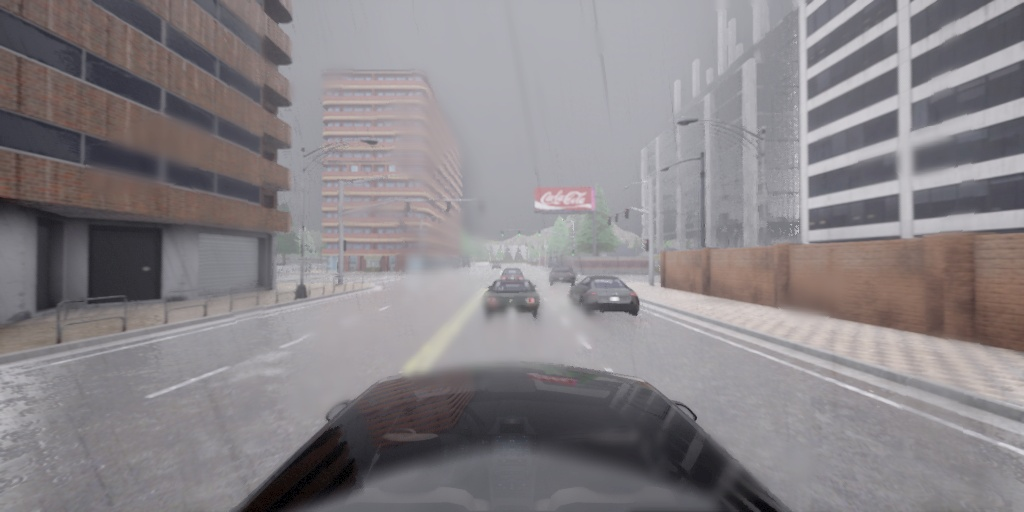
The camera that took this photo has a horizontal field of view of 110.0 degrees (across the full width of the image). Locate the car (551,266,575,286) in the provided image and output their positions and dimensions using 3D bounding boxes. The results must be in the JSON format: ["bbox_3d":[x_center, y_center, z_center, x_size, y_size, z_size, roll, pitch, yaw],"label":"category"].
[{"bbox_3d":[4.287,1.575,28.796,2.128,1.511,4.902,0,-1,13],"label":"car"}]

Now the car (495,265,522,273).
[{"bbox_3d":[0.020,1.610,27.030,2.033,1.411,5.357,0,-1,0],"label":"car"}]

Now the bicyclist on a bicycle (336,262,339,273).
[{"bbox_3d":[-25.304,1.680,52.549,0.582,1.620,1.656,0,0,0],"label":"bicyclist on a bicycle"}]

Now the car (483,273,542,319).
[{"bbox_3d":[0.034,1.497,13.554,1.895,1.301,4.718,0,-1,1],"label":"car"}]

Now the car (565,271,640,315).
[{"bbox_3d":[3.544,1.470,14.325,1.994,1.385,4.181,0,-1,1],"label":"car"}]
